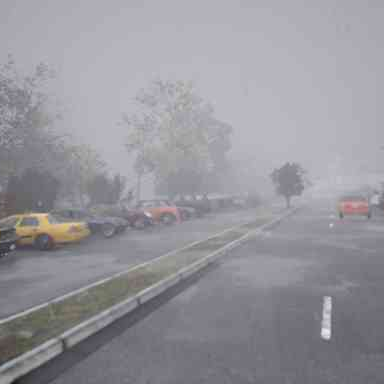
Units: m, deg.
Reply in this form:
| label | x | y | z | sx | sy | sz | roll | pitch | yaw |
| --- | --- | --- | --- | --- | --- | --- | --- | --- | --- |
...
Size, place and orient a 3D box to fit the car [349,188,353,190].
| label | x | y | z | sx | sy | sz | roll | pitch | yaw |
| --- | --- | --- | --- | --- | --- | --- | --- | --- | --- |
| car | 31.538 | 0.541 | 59.779 | 5.008 | 1.535 | 2.097 | 0 | 0 | 1 |

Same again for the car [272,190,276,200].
| label | x | y | z | sx | sy | sz | roll | pitch | yaw |
| --- | --- | --- | --- | --- | --- | --- | --- | --- | --- |
| car | 11.626 | 0.974 | 58.912 | 5.008 | 1.535 | 2.097 | -2 | 0 | 2 |

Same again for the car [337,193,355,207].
| label | x | y | z | sx | sy | sz | roll | pitch | yaw |
| --- | --- | --- | --- | --- | --- | --- | --- | --- | --- |
| car | 18.731 | 0.933 | 40.647 | 1.837 | 1.490 | 4.892 | -1 | 0 | 23 |

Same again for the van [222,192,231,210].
| label | x | y | z | sx | sy | sz | roll | pitch | yaw |
| --- | --- | --- | --- | --- | --- | --- | --- | --- | --- |
| van | 1.482 | 1.084 | 34.199 | 4.442 | 1.987 | 1.878 | -2 | 0 | 3 |

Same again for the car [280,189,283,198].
| label | x | y | z | sx | sy | sz | roll | pitch | yaw |
| --- | --- | --- | --- | --- | --- | --- | --- | --- | --- |
| car | 15.895 | 0.829 | 69.966 | 5.008 | 1.535 | 2.097 | -2 | 0 | 1 |

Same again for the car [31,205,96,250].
| label | x | y | z | sx | sy | sz | roll | pitch | yaw |
| --- | --- | --- | --- | --- | --- | --- | --- | --- | --- |
| car | -7.204 | 1.595 | 14.232 | 5.366 | 1.575 | 1.946 | -2 | 0 | 3 |

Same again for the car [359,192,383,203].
| label | x | y | z | sx | sy | sz | roll | pitch | yaw |
| --- | --- | --- | --- | --- | --- | --- | --- | --- | --- |
| car | 26.116 | 0.733 | 45.760 | 5.366 | 1.575 | 1.946 | 0 | 0 | 2 |

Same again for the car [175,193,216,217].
| label | x | y | z | sx | sy | sz | roll | pitch | yaw |
| --- | --- | --- | --- | --- | --- | --- | --- | --- | --- |
| car | -0.966 | 1.140 | 28.711 | 5.566 | 2.045 | 2.435 | -2 | 0 | 3 |

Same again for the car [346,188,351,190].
| label | x | y | z | sx | sy | sz | roll | pitch | yaw |
| --- | --- | --- | --- | --- | --- | --- | --- | --- | --- |
| car | 33.684 | 0.465 | 65.422 | 5.008 | 1.535 | 2.097 | 0 | 1 | 0 |

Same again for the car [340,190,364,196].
| label | x | y | z | sx | sy | sz | roll | pitch | yaw |
| --- | --- | --- | --- | --- | --- | --- | --- | --- | --- |
| car | 39.689 | 0.244 | 82.525 | 4.892 | 1.521 | 2.231 | -1 | 1 | -2 |

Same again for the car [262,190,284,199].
| label | x | y | z | sx | sy | sz | roll | pitch | yaw |
| --- | --- | --- | --- | --- | --- | --- | --- | --- | --- |
| car | 18.945 | 0.599 | 78.318 | 4.553 | 1.767 | 2.185 | -2 | 0 | 0 |

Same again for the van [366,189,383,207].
| label | x | y | z | sx | sy | sz | roll | pitch | yaw |
| --- | --- | --- | --- | --- | --- | --- | --- | --- | --- |
| van | 22.333 | 0.631 | 37.419 | 4.442 | 1.987 | 1.878 | 0 | 1 | 3 |

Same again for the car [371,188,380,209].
| label | x | y | z | sx | sy | sz | roll | pitch | yaw |
| --- | --- | --- | --- | --- | --- | --- | --- | --- | --- |
| car | 17.821 | 0.760 | 26.339 | 5.566 | 2.045 | 2.435 | 0 | 0 | 3 |

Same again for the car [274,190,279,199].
| label | x | y | z | sx | sy | sz | roll | pitch | yaw |
| --- | --- | --- | --- | --- | --- | --- | --- | --- | --- |
| car | 13.753 | 0.932 | 64.428 | 4.792 | 1.488 | 2.163 | -2 | 0 | 1 |

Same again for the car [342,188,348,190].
| label | x | y | z | sx | sy | sz | roll | pitch | yaw |
| --- | --- | --- | --- | --- | --- | --- | --- | --- | --- |
| car | 34.692 | 0.176 | 68.253 | 5.566 | 2.045 | 2.435 | 0 | 1 | 0 |

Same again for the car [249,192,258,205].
| label | x | y | z | sx | sy | sz | roll | pitch | yaw |
| --- | --- | --- | --- | --- | --- | --- | --- | --- | --- |
| car | 6.005 | 1.190 | 45.184 | 4.792 | 1.488 | 2.163 | -2 | 0 | 3 |

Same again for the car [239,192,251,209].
| label | x | y | z | sx | sy | sz | roll | pitch | yaw |
| --- | --- | --- | --- | --- | --- | --- | --- | --- | --- |
| car | 3.861 | 1.229 | 39.685 | 5.366 | 1.575 | 1.946 | -2 | 0 | 3 |

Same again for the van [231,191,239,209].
| label | x | y | z | sx | sy | sz | roll | pitch | yaw |
| --- | --- | --- | --- | --- | --- | --- | --- | --- | --- |
| van | 2.633 | 1.046 | 36.946 | 4.442 | 1.987 | 1.878 | -2 | 0 | 3 |

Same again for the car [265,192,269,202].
| label | x | y | z | sx | sy | sz | roll | pitch | yaw |
| --- | --- | --- | --- | --- | --- | --- | --- | --- | --- |
| car | 8.447 | 1.077 | 50.667 | 5.366 | 1.575 | 1.946 | -2 | 0 | 3 |

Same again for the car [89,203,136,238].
| label | x | y | z | sx | sy | sz | roll | pitch | yaw |
| --- | --- | --- | --- | --- | --- | --- | --- | --- | --- |
| car | -5.673 | 1.577 | 17.358 | 4.792 | 1.488 | 2.163 | -2 | 0 | 3 |

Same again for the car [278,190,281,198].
| label | x | y | z | sx | sy | sz | roll | pitch | yaw |
| --- | --- | --- | --- | --- | --- | --- | --- | --- | --- |
| car | 14.878 | 0.894 | 67.202 | 4.792 | 1.488 | 2.163 | -2 | 0 | 1 |

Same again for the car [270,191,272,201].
| label | x | y | z | sx | sy | sz | roll | pitch | yaw |
| --- | --- | --- | --- | --- | --- | --- | --- | --- | --- |
| car | 10.538 | 0.885 | 56.162 | 4.553 | 1.767 | 2.185 | -2 | 0 | 2 |

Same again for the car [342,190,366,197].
| label | x | y | z | sx | sy | sz | roll | pitch | yaw |
| --- | --- | --- | --- | --- | --- | --- | --- | --- | --- |
| car | 38.721 | 0.319 | 79.667 | 4.674 | 1.452 | 2.002 | -1 | 0 | -2 |

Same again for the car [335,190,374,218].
| label | x | y | z | sx | sy | sz | roll | pitch | yaw |
| --- | --- | --- | --- | --- | --- | --- | --- | --- | --- |
| car | 12.405 | 0.991 | 25.591 | 2.097 | 1.767 | 4.553 | -1 | 0 | 23 |

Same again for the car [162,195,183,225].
| label | x | y | z | sx | sy | sz | roll | pitch | yaw |
| --- | --- | --- | --- | --- | --- | --- | --- | --- | --- |
| car | -3.206 | 1.340 | 23.217 | 4.553 | 1.767 | 2.185 | -2 | 0 | 3 |

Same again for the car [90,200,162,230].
| label | x | y | z | sx | sy | sz | roll | pitch | yaw |
| --- | --- | --- | --- | --- | --- | --- | --- | --- | --- |
| car | -4.422 | 1.380 | 20.484 | 4.553 | 1.767 | 2.185 | -2 | 0 | 3 |

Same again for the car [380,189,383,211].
| label | x | y | z | sx | sy | sz | roll | pitch | yaw |
| --- | --- | --- | --- | --- | --- | --- | --- | --- | --- |
| car | 15.436 | 0.838 | 20.789 | 5.566 | 2.045 | 2.435 | 0 | 1 | 3 |

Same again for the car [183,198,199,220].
| label | x | y | z | sx | sy | sz | roll | pitch | yaw |
| --- | --- | --- | --- | --- | --- | --- | --- | --- | --- |
| car | -2.081 | 1.468 | 25.971 | 4.674 | 1.452 | 2.002 | -2 | 0 | 3 |

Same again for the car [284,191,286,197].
| label | x | y | z | sx | sy | sz | roll | pitch | yaw |
| --- | --- | --- | --- | --- | --- | --- | --- | --- | --- |
| car | 17.739 | 0.763 | 75.527 | 5.366 | 1.575 | 1.946 | -2 | 0 | 0 |

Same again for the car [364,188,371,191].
| label | x | y | z | sx | sy | sz | roll | pitch | yaw |
| --- | --- | --- | --- | --- | --- | --- | --- | --- | --- |
| car | 20.149 | 0.682 | 31.878 | 5.566 | 2.045 | 2.435 | 0 | 0 | 3 |

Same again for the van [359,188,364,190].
| label | x | y | z | sx | sy | sz | roll | pitch | yaw |
| --- | --- | --- | --- | --- | --- | --- | --- | --- | --- |
| van | 24.657 | 0.552 | 42.977 | 4.442 | 1.987 | 1.878 | 0 | 1 | 2 |

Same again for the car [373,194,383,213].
| label | x | y | z | sx | sy | sz | roll | pitch | yaw |
| --- | --- | --- | --- | --- | --- | --- | --- | --- | --- |
| car | 18.962 | 0.972 | 29.105 | 5.008 | 1.535 | 2.097 | 0 | 1 | 3 |

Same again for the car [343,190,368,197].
| label | x | y | z | sx | sy | sz | roll | pitch | yaw |
| --- | --- | --- | --- | --- | --- | --- | --- | --- | --- |
| car | 37.752 | 0.355 | 76.802 | 4.674 | 1.452 | 2.002 | -1 | 1 | -1 |

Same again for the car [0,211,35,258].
| label | x | y | z | sx | sy | sz | roll | pitch | yaw |
| --- | --- | --- | --- | --- | --- | --- | --- | --- | --- |
| car | -8.330 | 1.636 | 11.099 | 4.892 | 1.521 | 2.231 | -2 | 0 | 3 |

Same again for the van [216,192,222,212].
| label | x | y | z | sx | sy | sz | roll | pitch | yaw |
| --- | --- | --- | --- | --- | --- | --- | --- | --- | --- |
| van | 0.333 | 1.122 | 31.453 | 4.442 | 1.987 | 1.878 | -2 | 0 | 3 |

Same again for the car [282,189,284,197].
| label | x | y | z | sx | sy | sz | roll | pitch | yaw |
| --- | --- | --- | --- | --- | --- | --- | --- | --- | --- |
| car | 16.879 | 0.670 | 72.751 | 4.553 | 1.767 | 2.185 | -2 | 0 | 0 |

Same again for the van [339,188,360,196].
| label | x | y | z | sx | sy | sz | roll | pitch | yaw |
| --- | --- | --- | --- | --- | --- | --- | --- | --- | --- |
| van | 40.506 | -0.018 | 85.388 | 4.442 | 1.987 | 1.878 | -1 | 1 | -2 |

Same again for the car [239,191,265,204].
| label | x | y | z | sx | sy | sz | roll | pitch | yaw |
| --- | --- | --- | --- | --- | --- | --- | --- | --- | --- |
| car | 7.086 | 0.873 | 47.924 | 5.566 | 2.045 | 2.435 | -2 | 0 | 3 |

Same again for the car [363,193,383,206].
| label | x | y | z | sx | sy | sz | roll | pitch | yaw |
| --- | --- | --- | --- | --- | --- | --- | --- | --- | --- |
| car | 23.646 | 0.846 | 40.200 | 4.792 | 1.488 | 2.163 | 0 | 0 | 3 |
